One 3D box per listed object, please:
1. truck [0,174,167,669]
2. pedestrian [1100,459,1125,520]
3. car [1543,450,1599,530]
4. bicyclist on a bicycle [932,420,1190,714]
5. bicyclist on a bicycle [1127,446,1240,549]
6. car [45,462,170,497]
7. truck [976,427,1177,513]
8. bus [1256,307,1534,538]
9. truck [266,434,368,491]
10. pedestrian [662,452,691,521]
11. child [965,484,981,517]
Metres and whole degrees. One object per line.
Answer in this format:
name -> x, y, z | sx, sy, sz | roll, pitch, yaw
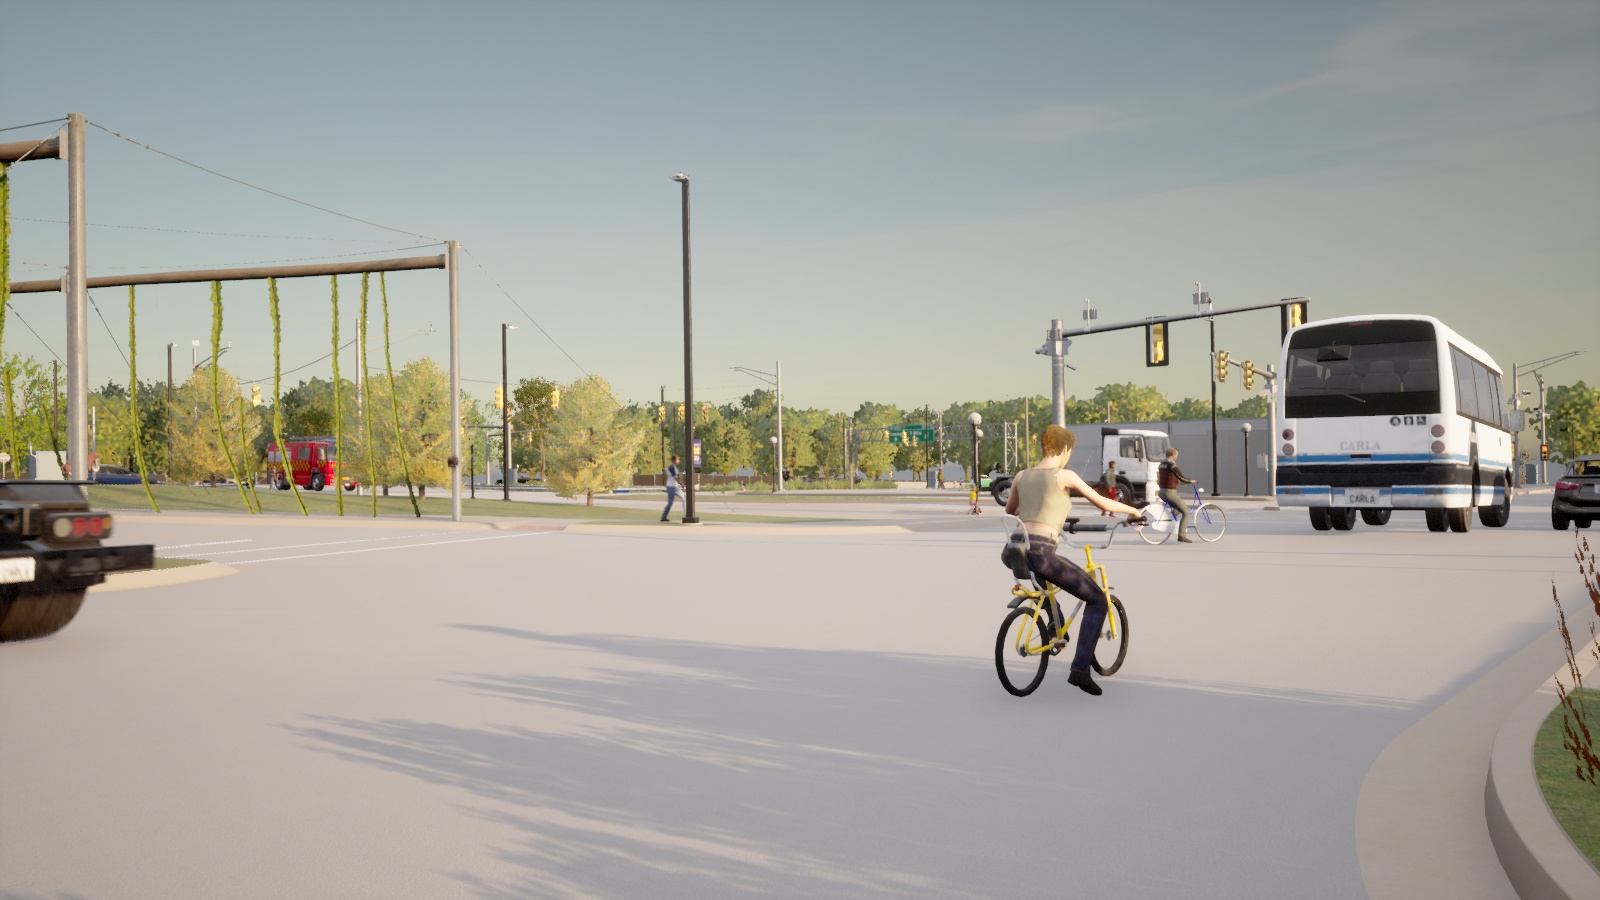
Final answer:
truck -> -9.400, -0.223, 9.910 | 7.936, 3.462, 2.891 | 0, -1, 16
pedestrian -> 9.691, 1.221, 38.953 | 0.614, 1.847, 0.353 | -1, -1, 39
car -> 18.218, 0.904, 27.872 | 2.242, 1.667, 4.611 | -1, -3, 40
bicyclist on a bicycle -> 1.636, 0.654, 7.755 | 0.866, 1.612, 1.509 | -2, -1, 44
bicyclist on a bicycle -> 6.981, 0.849, 22.872 | 1.843, 1.776, 0.659 | -1, -1, -15
car -> -33.379, 1.450, 60.677 | 2.033, 1.649, 4.856 | -1, -2, 39
truck -> 11.872, 0.801, 54.242 | 7.936, 3.462, 2.891 | 0, -1, 35
bus -> 13.803, -0.310, 28.416 | 3.944, 4.253, 10.273 | -1, -3, 35
truck -> -34.155, 0.906, 88.672 | 8.468, 3.827, 2.891 | 0, -2, 40
pedestrian -> -3.293, 0.974, 33.529 | 0.706, 1.836, 0.354 | -1, -1, 2
child -> 6.121, 1.781, 44.421 | 0.473, 1.160, 0.299 | -1, -1, 38
